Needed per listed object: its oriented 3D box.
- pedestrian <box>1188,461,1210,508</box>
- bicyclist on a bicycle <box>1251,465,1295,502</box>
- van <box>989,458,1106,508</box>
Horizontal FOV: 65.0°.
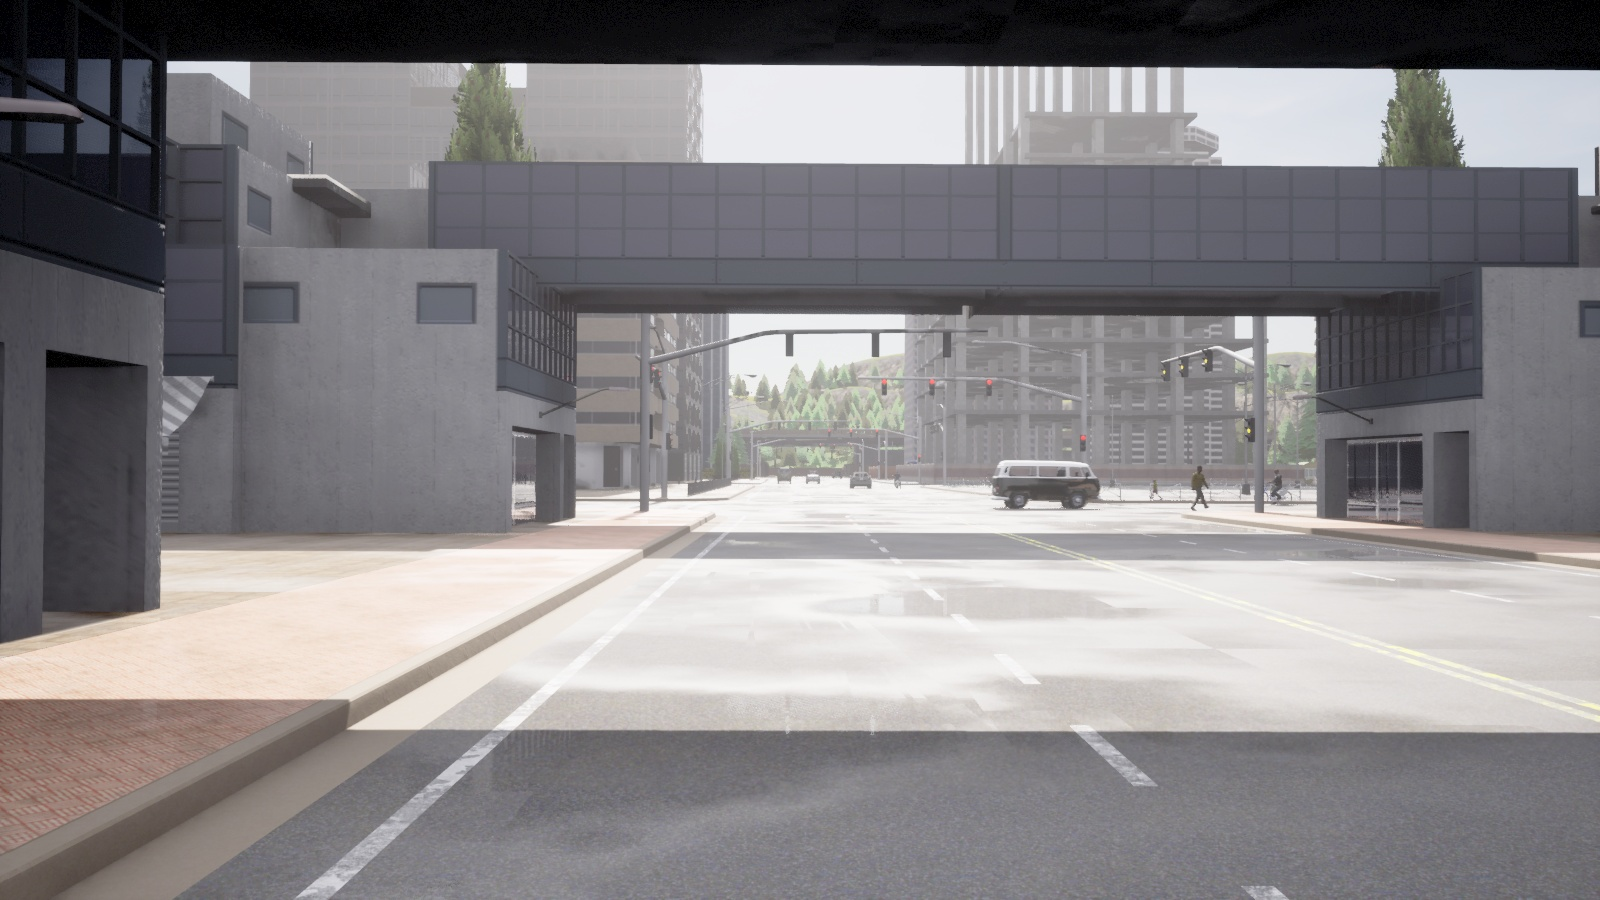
[{"bbox_3d":[15.886,1.367,49.975,0.431,1.840,0.709,0,-1,-31],"label":"pedestrian"},{"bbox_3d":[22.648,1.602,60.157,1.843,1.776,0.659,0,-1,0],"label":"bicyclist on a bicycle"},{"bbox_3d":[10.426,1.386,53.104,4.480,2.038,2.069,0,-1,-1],"label":"van"}]
